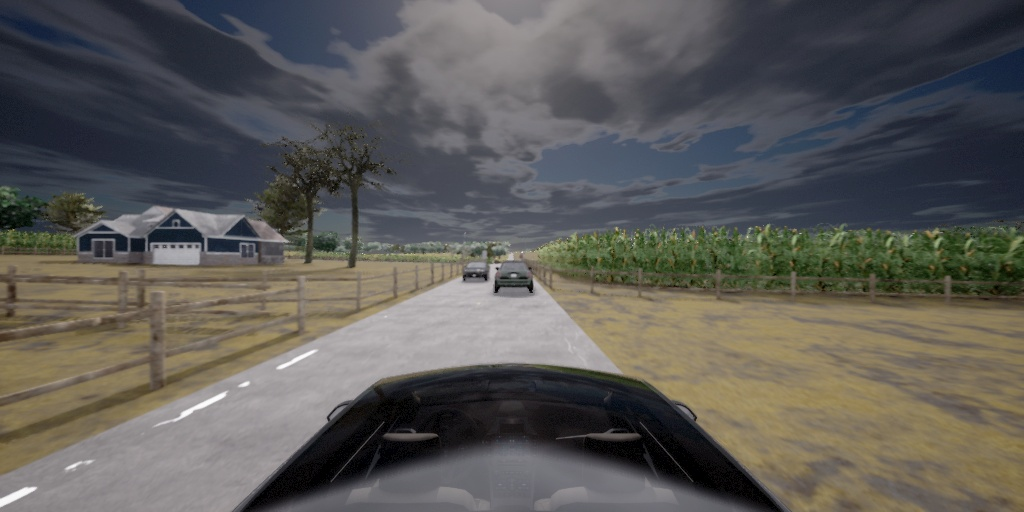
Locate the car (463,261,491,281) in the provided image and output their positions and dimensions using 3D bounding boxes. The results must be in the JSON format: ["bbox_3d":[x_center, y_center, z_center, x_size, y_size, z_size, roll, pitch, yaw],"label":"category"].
[{"bbox_3d":[-2.756,1.156,28.679,1.882,1.535,5.008,0,0,0],"label":"car"}]

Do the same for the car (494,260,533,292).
[{"bbox_3d":[0.095,1.038,20.787,2.097,1.767,4.553,0,0,0],"label":"car"}]
